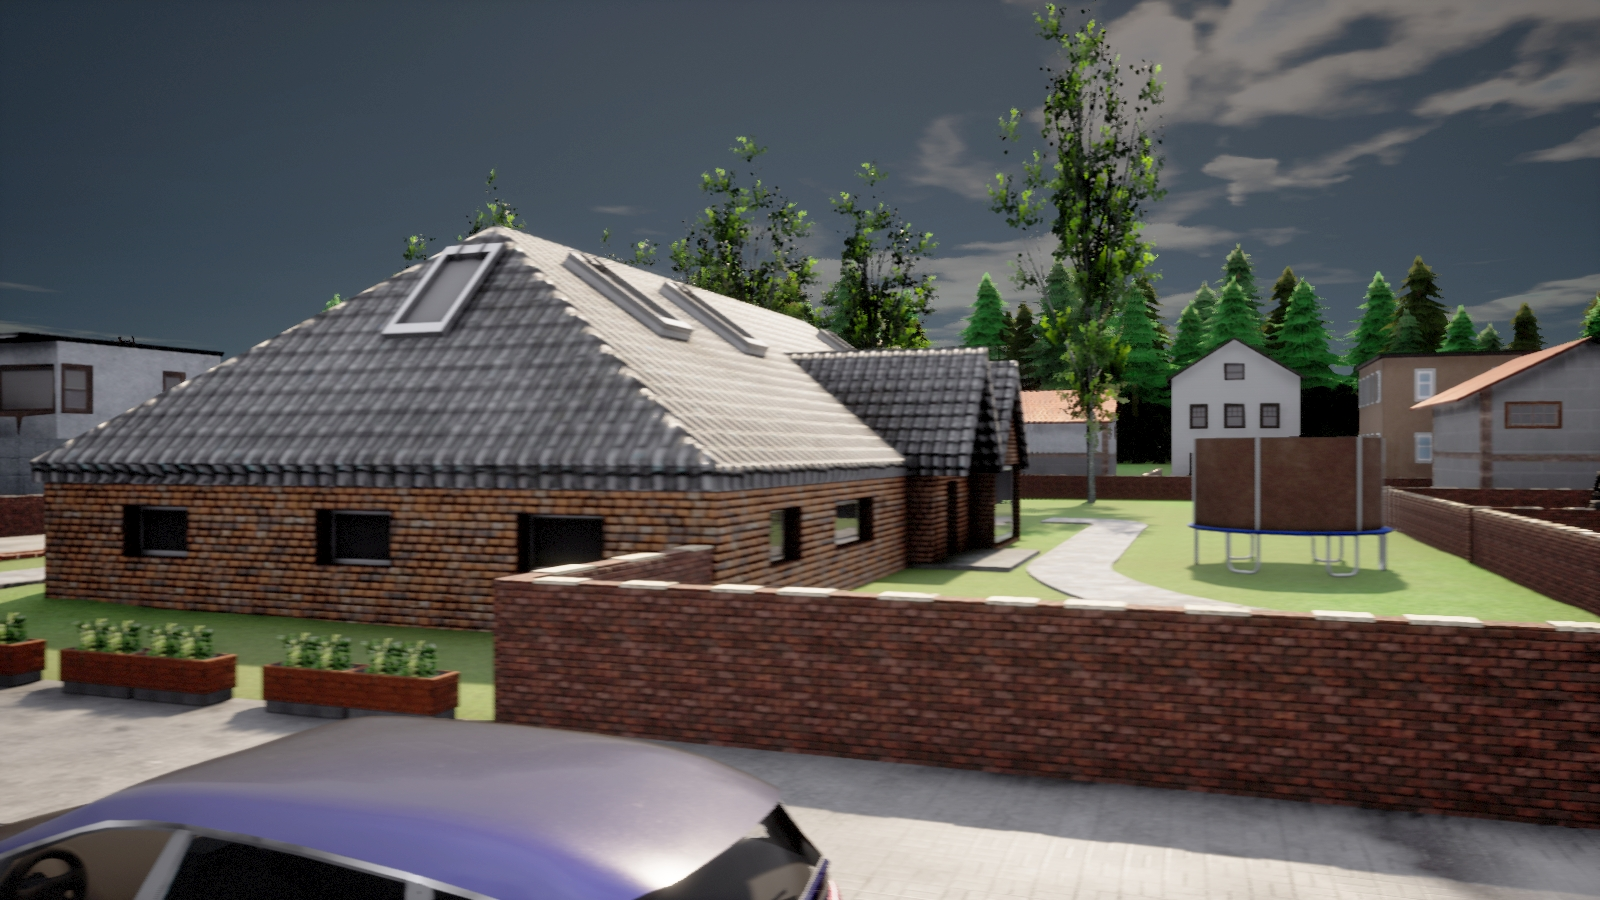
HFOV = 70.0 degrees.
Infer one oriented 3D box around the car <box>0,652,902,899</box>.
[{"bbox_3d":[-2.117,1.968,4.572,4.611,1.667,2.242,0,0,20],"label":"car"}]
